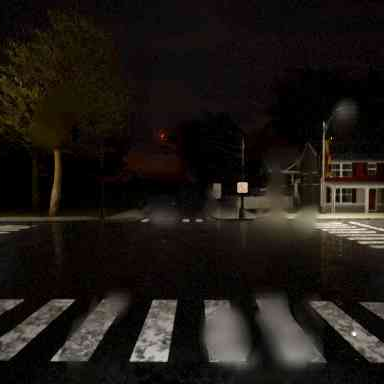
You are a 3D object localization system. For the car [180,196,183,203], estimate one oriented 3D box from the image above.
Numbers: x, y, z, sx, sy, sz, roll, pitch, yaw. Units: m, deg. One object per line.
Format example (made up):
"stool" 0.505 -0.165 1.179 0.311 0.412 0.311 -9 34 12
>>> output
"car" -2.812 1.463 64.512 2.033 1.411 5.357 0 0 1

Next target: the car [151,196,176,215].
"car" -2.982 1.447 33.834 1.882 1.535 5.008 0 0 0

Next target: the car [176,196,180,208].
"car" -2.945 1.458 44.133 1.837 1.490 4.892 0 1 0
